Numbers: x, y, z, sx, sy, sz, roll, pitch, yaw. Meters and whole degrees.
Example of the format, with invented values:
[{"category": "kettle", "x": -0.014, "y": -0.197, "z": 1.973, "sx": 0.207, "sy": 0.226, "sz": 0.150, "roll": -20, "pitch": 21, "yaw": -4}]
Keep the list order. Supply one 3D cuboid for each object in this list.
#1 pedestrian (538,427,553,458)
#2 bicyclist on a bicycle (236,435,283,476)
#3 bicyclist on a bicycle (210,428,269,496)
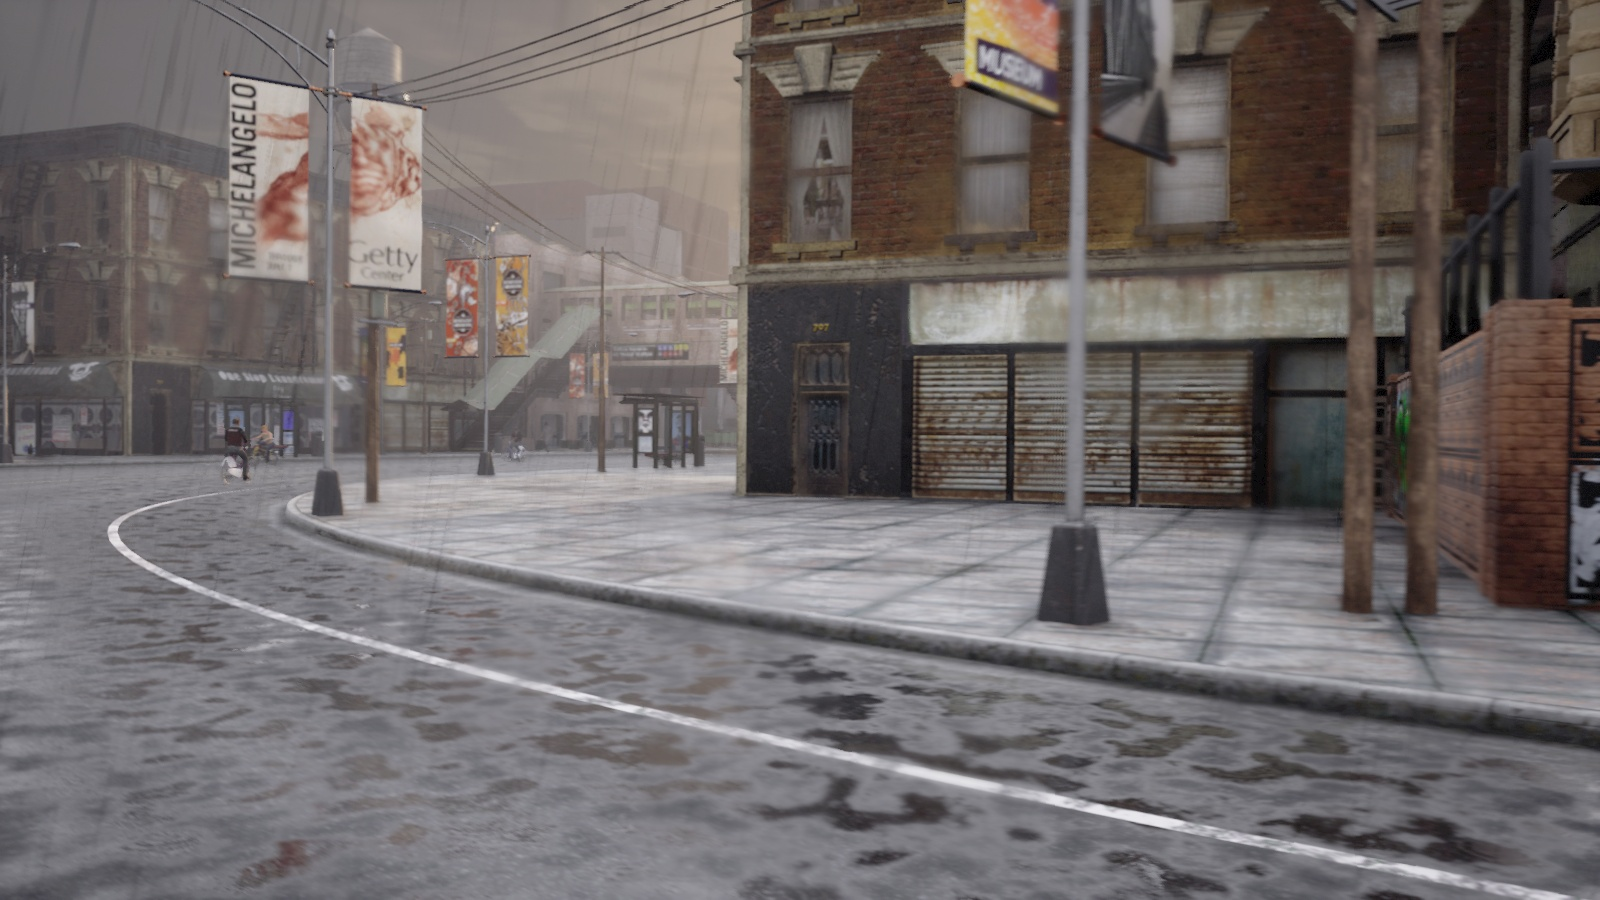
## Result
[{"category": "pedestrian", "x": -16.253, "y": -0.503, "z": 80.199, "sx": 0.659, "sy": 1.952, "sz": 0.873, "roll": 0, "pitch": 1, "yaw": 15}, {"category": "bicyclist on a bicycle", "x": -21.509, "y": 0.209, "z": 50.016, "sx": 0.866, "sy": 1.612, "sz": 1.509, "roll": 0, "pitch": 1, "yaw": 22}, {"category": "bicyclist on a bicycle", "x": -14.905, "y": 0.300, "z": 33.438, "sx": 0.659, "sy": 1.776, "sz": 1.843, "roll": 0, "pitch": 1, "yaw": 2}]
